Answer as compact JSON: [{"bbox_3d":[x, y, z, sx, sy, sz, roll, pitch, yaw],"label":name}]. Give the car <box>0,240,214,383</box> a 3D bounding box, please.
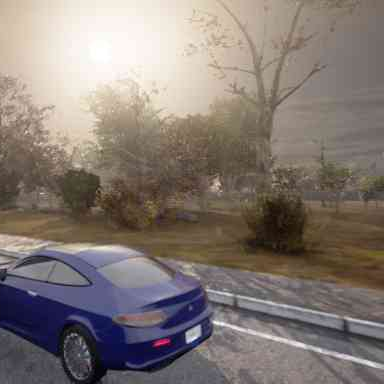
[{"bbox_3d":[-1.855,1.525,5.314,4.674,1.442,1.812,0,0,35],"label":"car"}]
